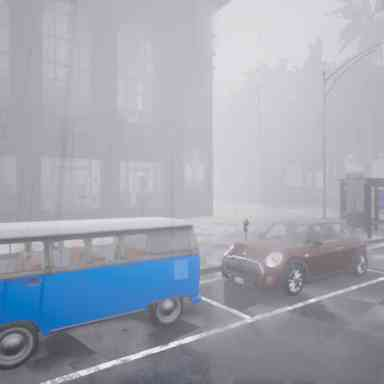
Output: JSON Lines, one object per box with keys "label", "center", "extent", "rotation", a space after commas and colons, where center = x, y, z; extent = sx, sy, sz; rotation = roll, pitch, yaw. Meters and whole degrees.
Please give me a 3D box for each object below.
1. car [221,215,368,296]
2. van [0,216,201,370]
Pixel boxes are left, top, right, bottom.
{"label": "car", "center": [2.675, 1.435, 8.551], "extent": [4.097, 1.590, 1.967], "rotation": [0, 0, -35]}
{"label": "van", "center": [-1.747, 1.340, 5.405], "extent": [3.998, 1.788, 1.690], "rotation": [0, 0, -35]}
